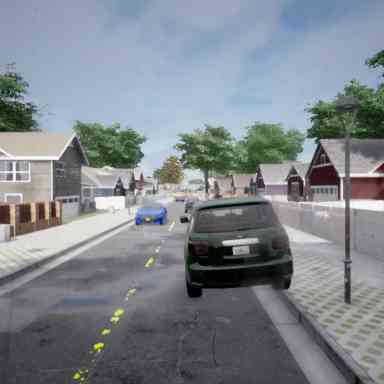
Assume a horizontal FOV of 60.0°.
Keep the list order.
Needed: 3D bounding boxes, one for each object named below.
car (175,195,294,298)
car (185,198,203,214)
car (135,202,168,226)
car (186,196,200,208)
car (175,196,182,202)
[{"bbox_3d":[0.902,1.143,8.673,2.150,2.045,5.566,-5,0,0],"label":"car"},{"bbox_3d":[0.189,1.461,36.234,1.837,1.490,4.892,0,0,0],"label":"car"},{"bbox_3d":[-2.772,1.455,23.493,1.882,1.535,5.008,0,0,0],"label":"car"},{"bbox_3d":[0.182,1.416,46.601,1.882,1.535,5.008,0,0,1],"label":"car"},{"bbox_3d":[-2.525,1.445,68.450,2.033,1.411,5.357,0,0,0],"label":"car"}]
